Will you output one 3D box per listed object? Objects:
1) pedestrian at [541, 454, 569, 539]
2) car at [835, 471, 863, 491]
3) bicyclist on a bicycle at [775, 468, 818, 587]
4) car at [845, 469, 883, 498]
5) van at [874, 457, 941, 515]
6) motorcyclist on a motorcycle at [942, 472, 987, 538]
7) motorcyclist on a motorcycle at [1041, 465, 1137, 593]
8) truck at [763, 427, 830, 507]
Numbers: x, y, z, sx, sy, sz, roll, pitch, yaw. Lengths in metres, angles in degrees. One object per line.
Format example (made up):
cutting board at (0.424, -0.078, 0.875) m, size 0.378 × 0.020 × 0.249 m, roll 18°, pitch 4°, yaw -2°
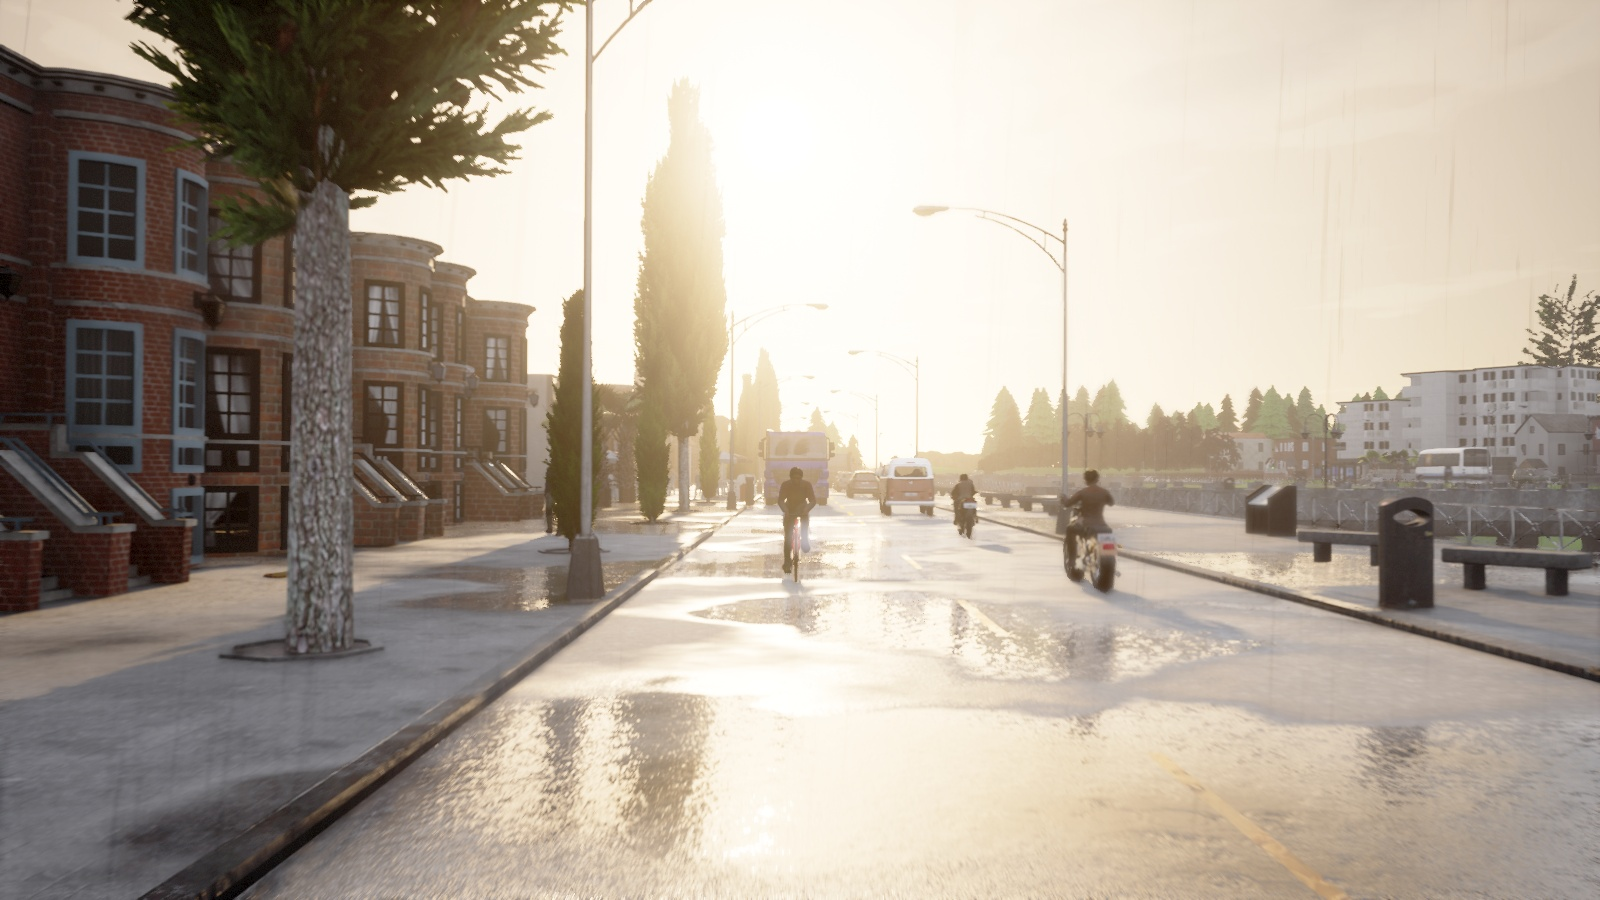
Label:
pedestrian at (-5.363, 1.006, 27.481) m, size 0.370 × 1.835 × 0.726 m, roll 0°, pitch -1°, yaw 10°
car at (3.751, 2.370, 95.868) m, size 1.970 × 1.475 × 3.806 m, roll 0°, pitch -1°, yaw 0°
bicyclist on a bicycle at (-0.047, 1.069, 17.998) m, size 0.582 × 1.620 × 1.656 m, roll 0°, pitch -1°, yaw 0°
car at (3.804, 1.990, 75.286) m, size 2.033 × 1.649 × 4.856 m, roll 0°, pitch -1°, yaw 0°
van at (3.879, 1.295, 46.115) m, size 2.069 × 2.038 × 4.480 m, roll 0°, pitch -1°, yaw 0°
motorcyclist on a motorcycle at (3.921, 1.283, 30.002) m, size 0.797 × 1.523 × 2.044 m, roll 0°, pitch -1°, yaw 0°
motorcyclist on a motorcycle at (3.954, 1.040, 17.357) m, size 0.766 × 1.649 × 2.350 m, roll 0°, pitch -1°, yaw 0°
truck at (-0.156, 0.818, 58.805) m, size 2.891 × 3.462 × 7.936 m, roll 0°, pitch -1°, yaw 0°
